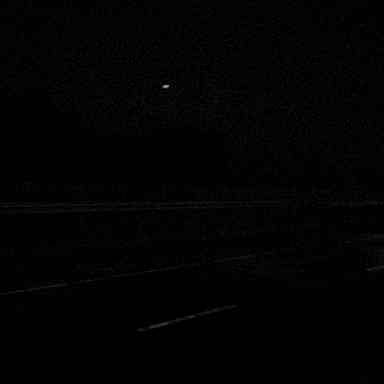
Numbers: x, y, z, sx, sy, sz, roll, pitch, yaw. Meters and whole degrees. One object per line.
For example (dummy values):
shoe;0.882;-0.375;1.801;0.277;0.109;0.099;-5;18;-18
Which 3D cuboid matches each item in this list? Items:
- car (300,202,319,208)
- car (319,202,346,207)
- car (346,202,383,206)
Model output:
car;15.242;1.895;40.551;4.718;1.301;1.895;1;-1;-35
car;16.810;1.811;37.376;4.674;1.442;1.812;1;-1;-35
car;18.450;1.757;34.253;5.008;1.535;1.882;1;-1;-35
